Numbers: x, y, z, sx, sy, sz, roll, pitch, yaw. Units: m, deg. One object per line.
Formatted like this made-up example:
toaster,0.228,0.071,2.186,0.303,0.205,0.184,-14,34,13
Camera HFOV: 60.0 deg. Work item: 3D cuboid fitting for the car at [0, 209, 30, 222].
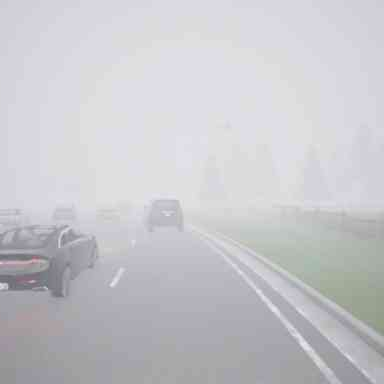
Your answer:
car,-13.168,1.874,24.110,1.895,1.301,4.718,0,-1,-15

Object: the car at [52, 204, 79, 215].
car,-10.968,1.813,28.909,2.128,1.511,4.902,0,-1,-17

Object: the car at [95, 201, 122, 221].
car,-7.816,1.812,30.521,1.882,1.535,5.008,1,-1,-17

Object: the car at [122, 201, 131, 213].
car,-9.678,1.996,45.084,1.837,1.490,4.892,1,-1,-26

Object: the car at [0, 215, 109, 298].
car,-3.765,1.589,8.671,2.128,1.511,4.902,0,-1,-4

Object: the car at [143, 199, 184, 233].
car,-1.982,1.458,21.954,2.150,2.045,5.566,0,-1,-12
